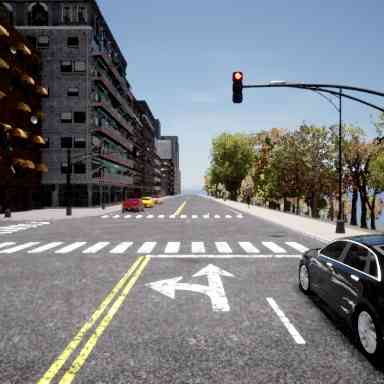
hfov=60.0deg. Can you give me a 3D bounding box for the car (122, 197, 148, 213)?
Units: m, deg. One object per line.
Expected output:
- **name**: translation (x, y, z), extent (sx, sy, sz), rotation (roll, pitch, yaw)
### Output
- **car**: translation (-6.570, 1.482, 37.374), extent (1.882, 1.535, 5.008), rotation (0, 0, 0)

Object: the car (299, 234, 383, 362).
- **car**: translation (3.318, 1.505, 5.842), extent (1.837, 1.490, 4.892), rotation (0, 0, 2)

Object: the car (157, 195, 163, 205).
- **car**: translation (-6.526, 1.370, 60.493), extent (2.097, 1.767, 4.553), rotation (0, 0, 0)

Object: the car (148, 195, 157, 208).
- **car**: translation (-6.559, 1.488, 47.558), extent (1.882, 1.535, 5.008), rotation (0, 0, 0)
